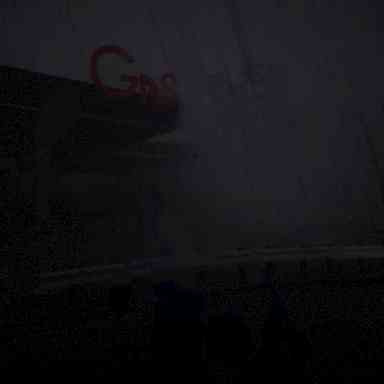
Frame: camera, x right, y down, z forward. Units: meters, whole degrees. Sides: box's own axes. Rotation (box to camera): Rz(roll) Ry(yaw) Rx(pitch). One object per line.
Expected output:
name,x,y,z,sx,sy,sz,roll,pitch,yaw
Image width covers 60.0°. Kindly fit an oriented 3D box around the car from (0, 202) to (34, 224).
car,-11.523,1.374,20.887,3.633,1.501,1.845,0,0,-37
